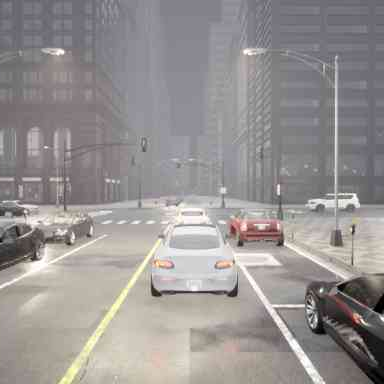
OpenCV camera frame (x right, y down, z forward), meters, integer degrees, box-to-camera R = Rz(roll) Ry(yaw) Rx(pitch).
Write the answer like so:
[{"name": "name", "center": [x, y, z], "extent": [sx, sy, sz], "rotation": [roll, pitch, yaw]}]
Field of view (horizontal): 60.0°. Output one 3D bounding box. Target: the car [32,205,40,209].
[{"name": "car", "center": [-17.627, 1.581, 33.211], "extent": [4.674, 1.442, 1.812], "rotation": [0, 0, 3]}]

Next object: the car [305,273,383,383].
[{"name": "car", "center": [2.763, 1.566, 3.845], "extent": [1.947, 1.339, 4.313], "rotation": [0, 0, 0]}]

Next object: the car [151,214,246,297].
[{"name": "car", "center": [0.067, 1.526, 8.454], "extent": [1.812, 1.442, 4.674], "rotation": [0, 0, 1]}]

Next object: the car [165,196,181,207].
[{"name": "car", "center": [-3.016, 1.547, 51.408], "extent": [1.812, 1.442, 4.674], "rotation": [0, 0, 0]}]

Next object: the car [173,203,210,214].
[{"name": "car", "center": [0.011, 1.527, 17.556], "extent": [1.812, 1.442, 4.674], "rotation": [0, 0, 0]}]

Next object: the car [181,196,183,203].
[{"name": "car", "center": [-3.036, 1.535, 60.582], "extent": [1.837, 1.490, 4.892], "rotation": [0, 0, 0]}]

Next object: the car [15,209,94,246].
[{"name": "car", "center": [-5.756, 1.552, 15.119], "extent": [2.008, 1.369, 4.403], "rotation": [0, 0, 0]}]

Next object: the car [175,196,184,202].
[{"name": "car", "center": [-3.039, 1.612, 80.322], "extent": [1.994, 1.385, 4.181], "rotation": [0, 0, 0]}]

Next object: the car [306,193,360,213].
[{"name": "car", "center": [15.512, 1.179, 36.720], "extent": [5.566, 2.045, 2.150], "rotation": [0, 0, 0]}]

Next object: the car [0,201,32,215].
[{"name": "car", "center": [-17.620, 1.549, 29.958], "extent": [5.008, 1.535, 1.882], "rotation": [0, 0, -1]}]

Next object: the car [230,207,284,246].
[{"name": "car", "center": [2.768, 1.441, 15.117], "extent": [1.967, 1.590, 4.097], "rotation": [0, 0, 0]}]

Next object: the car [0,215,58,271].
[{"name": "car", "center": [-5.759, 1.566, 9.483], "extent": [1.947, 1.339, 4.313], "rotation": [0, 0, 0]}]
